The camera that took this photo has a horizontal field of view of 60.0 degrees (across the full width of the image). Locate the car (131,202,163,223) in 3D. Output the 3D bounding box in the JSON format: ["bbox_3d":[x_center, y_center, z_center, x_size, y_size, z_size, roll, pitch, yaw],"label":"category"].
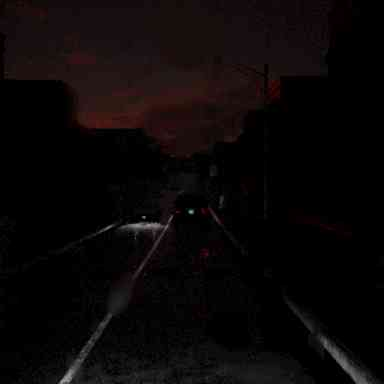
[{"bbox_3d":[-3.236,1.461,24.448,1.994,1.385,4.181,0,2,0],"label":"car"}]

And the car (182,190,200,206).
[{"bbox_3d":[-0.127,0.646,39.949,2.128,1.511,4.902,0,4,0],"label":"car"}]

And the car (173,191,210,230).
[{"bbox_3d":[-0.019,1.188,21.349,2.150,2.045,5.566,0,1,1],"label":"car"}]

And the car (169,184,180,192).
[{"bbox_3d":[-3.390,-0.903,64.988,1.882,1.535,5.008,0,4,0],"label":"car"}]
